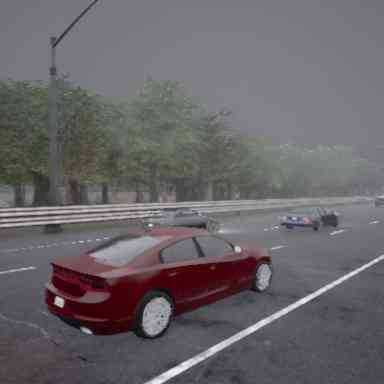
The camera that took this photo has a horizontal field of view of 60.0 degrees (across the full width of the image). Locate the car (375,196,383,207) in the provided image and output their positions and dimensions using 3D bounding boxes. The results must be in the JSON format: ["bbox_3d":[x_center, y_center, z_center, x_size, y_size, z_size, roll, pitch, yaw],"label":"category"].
[{"bbox_3d":[28.980,1.451,50.220,1.837,1.490,4.892,0,-1,40],"label":"car"}]

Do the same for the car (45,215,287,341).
[{"bbox_3d":[-0.229,1.437,6.641,1.882,1.535,5.008,0,0,43],"label":"car"}]

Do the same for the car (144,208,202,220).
[{"bbox_3d":[-0.492,1.493,16.488,1.994,1.385,4.181,0,0,43],"label":"car"}]

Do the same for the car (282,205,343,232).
[{"bbox_3d":[7.163,1.476,19.644,2.033,1.411,5.357,0,0,42],"label":"car"}]
